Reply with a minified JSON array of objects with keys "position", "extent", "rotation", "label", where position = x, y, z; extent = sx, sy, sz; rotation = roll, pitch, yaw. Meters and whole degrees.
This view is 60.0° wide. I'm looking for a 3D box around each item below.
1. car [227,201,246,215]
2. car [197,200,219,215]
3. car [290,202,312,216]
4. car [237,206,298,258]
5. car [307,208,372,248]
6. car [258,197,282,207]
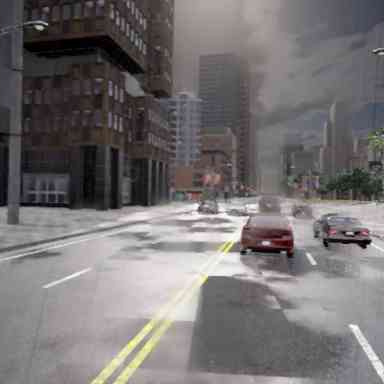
[{"position":[4.949,1.772,36.315],"extent":[1.812,1.442,4.674],"rotation":[1,0,13],"label":"car"},{"position":[1.854,1.696,37.342],"extent":[1.837,1.490,4.892],"rotation":[1,0,13],"label":"car"},{"position":[11.547,1.872,35.126],"extent":[1.837,1.490,4.892],"rotation":[1,-1,13],"label":"car"},{"position":[3.086,1.594,13.618],"extent":[1.882,1.535,5.008],"rotation":[1,0,14],"label":"car"},{"position":[6.999,1.749,15.967],"extent":[2.033,1.411,5.357],"rotation":[1,0,13],"label":"car"},{"position":[8.048,1.516,34.437],"extent":[2.150,2.045,5.566],"rotation":[1,-1,13],"label":"car"}]
